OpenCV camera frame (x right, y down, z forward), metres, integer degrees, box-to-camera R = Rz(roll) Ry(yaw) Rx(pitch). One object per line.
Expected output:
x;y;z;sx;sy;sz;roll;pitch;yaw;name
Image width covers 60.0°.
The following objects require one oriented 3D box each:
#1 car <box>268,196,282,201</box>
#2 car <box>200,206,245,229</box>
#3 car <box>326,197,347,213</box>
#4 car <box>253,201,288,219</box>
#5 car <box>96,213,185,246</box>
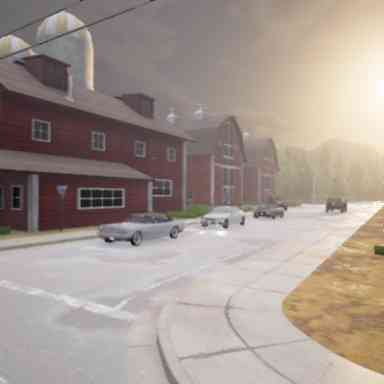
12.213;1.636;48.115;1.905;1.878;3.866;6;0;-11;car
2.330;1.735;23.875;1.812;1.442;4.674;0;-1;31;car
19.922;1.727;45.852;2.150;2.045;5.566;1;0;31;car
7.481;1.883;32.375;1.994;1.385;4.181;0;-1;32;car
-2.331;1.712;16.210;1.895;1.301;4.718;0;-1;31;car
